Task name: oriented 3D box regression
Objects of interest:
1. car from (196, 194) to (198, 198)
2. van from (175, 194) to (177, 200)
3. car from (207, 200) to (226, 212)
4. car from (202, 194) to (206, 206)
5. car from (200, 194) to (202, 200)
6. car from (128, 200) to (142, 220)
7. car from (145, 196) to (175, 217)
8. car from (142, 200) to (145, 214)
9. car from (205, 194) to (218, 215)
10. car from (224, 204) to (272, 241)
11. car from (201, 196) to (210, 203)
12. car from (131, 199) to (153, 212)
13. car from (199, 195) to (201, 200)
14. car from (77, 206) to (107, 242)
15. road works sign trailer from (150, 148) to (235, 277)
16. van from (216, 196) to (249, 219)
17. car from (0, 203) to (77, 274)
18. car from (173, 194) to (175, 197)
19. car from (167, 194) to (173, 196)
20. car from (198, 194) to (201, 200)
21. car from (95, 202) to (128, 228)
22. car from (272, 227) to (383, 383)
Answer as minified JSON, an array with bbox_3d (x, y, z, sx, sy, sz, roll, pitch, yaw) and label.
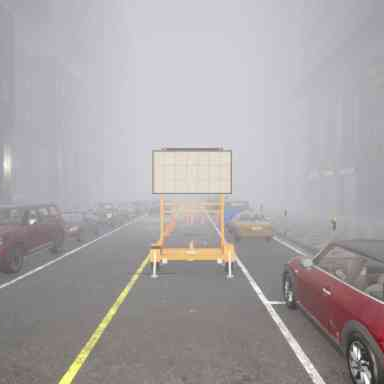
[{"bbox_3d":[2.830,1.584,89.150,1.887,1.381,4.507,0,0,0],"label":"car"},{"bbox_3d":[-5.696,1.380,89.149,1.690,1.788,3.998,0,0,0],"label":"van"},{"bbox_3d":[2.790,1.588,38.735,1.802,1.307,4.206,0,0,0],"label":"car"},{"bbox_3d":[2.794,1.324,44.337,2.192,1.841,5.009,0,0,0],"label":"car"},{"bbox_3d":[2.803,1.456,55.540,1.967,1.590,4.097,0,0,0],"label":"car"},{"bbox_3d":[-5.743,1.552,27.525,2.008,1.369,4.403,0,0,0],"label":"car"},{"bbox_3d":[-2.975,1.480,31.723,1.882,1.535,5.008,0,0,0],"label":"car"},{"bbox_3d":[-5.739,1.569,33.127,1.947,1.339,4.313,0,0,0],"label":"car"},{"bbox_3d":[2.785,1.319,33.133,2.192,1.841,5.009,0,0,0],"label":"car"},{"bbox_3d":[2.773,1.525,16.499,1.752,1.417,4.829,0,0,0],"label":"car"},{"bbox_3d":[2.817,1.610,72.345,1.802,1.307,4.206,0,0,0],"label":"car"},{"bbox_3d":[-5.735,1.572,38.729,1.947,1.339,4.313,0,0,0],"label":"car"},{"bbox_3d":[2.808,1.586,61.142,1.947,1.339,4.313,0,0,0],"label":"car"},{"bbox_3d":[-5.752,1.582,16.321,1.802,1.307,4.206,0,0,0],"label":"car"},{"bbox_3d":[0.007,0.464,10.170,2.380,3.560,2.880,0,0,0],"label":"road works sign trailer"},{"bbox_3d":[2.776,1.342,21.930,1.690,1.788,3.998,0,0,0],"label":"van"},{"bbox_3d":[-5.757,1.314,10.719,2.192,1.841,5.009,0,0,0],"label":"car"},{"bbox_3d":[-5.704,1.576,77.943,1.887,1.381,4.507,0,0,0],"label":"car"},{"bbox_3d":[-5.709,1.467,72.342,1.967,1.590,4.097,0,0,0],"label":"car"},{"bbox_3d":[2.812,1.464,66.743,1.967,1.590,4.097,0,0,0],"label":"car"},{"bbox_3d":[-5.748,1.440,21.923,1.967,1.590,4.097,0,0,0],"label":"car"},{"bbox_3d":[2.764,1.440,5.124,1.967,1.590,4.097,0,0,0],"label":"car"}]
